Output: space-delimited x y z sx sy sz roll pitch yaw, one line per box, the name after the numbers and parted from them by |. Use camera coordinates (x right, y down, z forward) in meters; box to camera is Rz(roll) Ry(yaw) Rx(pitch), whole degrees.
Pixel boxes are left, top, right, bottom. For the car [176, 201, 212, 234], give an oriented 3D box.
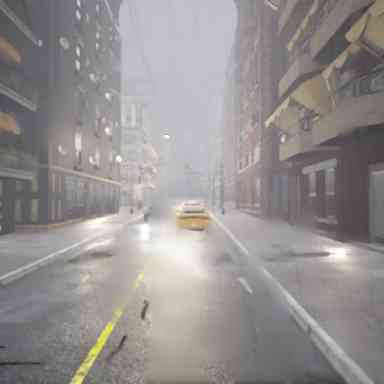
0.097 1.533 19.445 1.882 1.535 5.008 0 0 0 | car

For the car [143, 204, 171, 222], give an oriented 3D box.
-2.786 1.685 27.279 1.895 1.301 4.718 0 0 1 | car
